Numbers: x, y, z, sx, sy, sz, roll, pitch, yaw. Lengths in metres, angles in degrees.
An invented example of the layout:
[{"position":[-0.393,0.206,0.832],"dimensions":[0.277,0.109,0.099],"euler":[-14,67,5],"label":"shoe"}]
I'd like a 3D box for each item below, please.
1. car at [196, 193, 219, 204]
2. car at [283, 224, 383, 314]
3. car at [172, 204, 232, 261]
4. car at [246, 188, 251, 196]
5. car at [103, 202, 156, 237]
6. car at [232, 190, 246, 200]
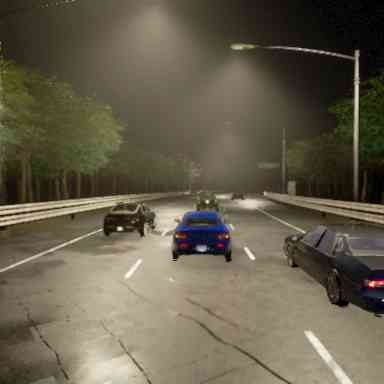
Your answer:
[{"position":[1.567,0.905,32.361],"dimensions":[2.097,1.767,4.553],"euler":[0,1,5],"label":"car"},{"position":[3.612,1.445,7.655],"dimensions":[2.033,1.411,5.357],"euler":[0,1,1],"label":"car"},{"position":[0.346,1.366,11.556],"dimensions":[1.812,1.442,4.674],"euler":[0,1,2],"label":"car"},{"position":[14.158,0.225,90.165],"dimensions":[1.837,1.490,4.892],"euler":[0,1,13],"label":"car"},{"position":[-2.964,1.274,16.552],"dimensions":[1.837,1.490,4.892],"euler":[0,1,2],"label":"car"},{"position":[8.484,0.497,61.260],"dimensions":[2.097,1.767,4.553],"euler":[0,1,9],"label":"car"}]
